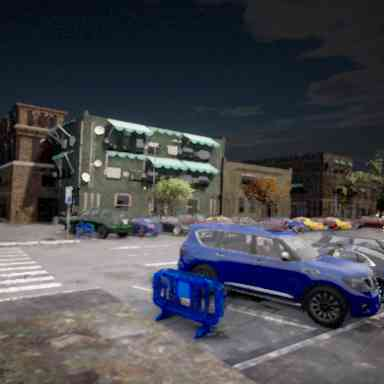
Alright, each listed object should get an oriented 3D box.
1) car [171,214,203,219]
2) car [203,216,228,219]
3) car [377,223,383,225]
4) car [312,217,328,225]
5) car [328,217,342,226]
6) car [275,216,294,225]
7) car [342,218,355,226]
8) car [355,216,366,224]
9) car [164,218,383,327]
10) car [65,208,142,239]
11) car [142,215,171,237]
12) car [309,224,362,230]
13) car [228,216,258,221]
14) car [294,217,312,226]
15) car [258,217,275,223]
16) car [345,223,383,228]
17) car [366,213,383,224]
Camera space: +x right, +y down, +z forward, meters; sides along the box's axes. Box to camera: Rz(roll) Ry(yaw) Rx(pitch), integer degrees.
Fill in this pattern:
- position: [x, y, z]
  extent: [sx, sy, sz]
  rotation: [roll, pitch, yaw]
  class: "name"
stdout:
- position: [-1.954, 2.716, 27.478]
  extent: [4.892, 1.521, 2.231]
  rotation: [0, -3, 34]
  class: "car"
- position: [0.411, 2.738, 29.247]
  extent: [4.553, 1.767, 2.185]
  rotation: [0, -3, 34]
  class: "car"
- position: [11.919, 2.793, 16.599]
  extent: [4.553, 1.767, 2.185]
  rotation: [2, -1, 34]
  class: "car"
- position: [12.185, 3.602, 38.062]
  extent: [5.366, 1.575, 1.946]
  rotation: [0, -3, 34]
  class: "car"
- position: [14.728, 3.754, 39.717]
  extent: [5.008, 1.535, 2.097]
  rotation: [0, -3, 34]
  class: "car"
- position: [7.551, 3.338, 34.478]
  extent: [4.792, 1.488, 2.163]
  rotation: [0, -3, 34]
  class: "car"
- position: [16.949, 3.899, 41.558]
  extent: [5.366, 1.575, 1.946]
  rotation: [0, -3, 34]
  class: "car"
- position: [19.515, 4.081, 43.202]
  extent: [4.792, 1.488, 2.163]
  rotation: [0, -3, 34]
  class: "car"
- position: [2.196, 2.062, 9.462]
  extent: [5.566, 2.045, 2.435]
  rotation: [2, -2, 34]
  class: "car"
- position: [-6.733, 2.167, 23.995]
  extent: [5.566, 2.045, 2.435]
  rotation: [0, -3, 34]
  class: "car"
- position: [-4.333, 2.607, 25.724]
  extent: [4.674, 1.452, 2.002]
  rotation: [0, -3, 34]
  class: "car"
- position: [7.004, 2.488, 13.058]
  extent: [4.553, 1.767, 2.185]
  rotation: [2, -2, 34]
  class: "car"
- position: [2.971, 3.010, 30.876]
  extent: [5.366, 1.575, 1.946]
  rotation: [0, -3, 34]
  class: "car"
- position: [9.956, 3.457, 36.210]
  extent: [5.008, 1.535, 2.097]
  rotation: [0, -3, 34]
  class: "car"
- position: [5.191, 3.161, 32.718]
  extent: [4.892, 1.521, 2.231]
  rotation: [0, -3, 34]
  class: "car"
- position: [9.486, 2.642, 14.805]
  extent: [4.553, 1.767, 2.185]
  rotation: [2, -1, 34]
  class: "car"
- position: [26.615, 4.371, 48.482]
  extent: [4.553, 1.767, 2.185]
  rotation: [0, -3, 34]
  class: "car"
